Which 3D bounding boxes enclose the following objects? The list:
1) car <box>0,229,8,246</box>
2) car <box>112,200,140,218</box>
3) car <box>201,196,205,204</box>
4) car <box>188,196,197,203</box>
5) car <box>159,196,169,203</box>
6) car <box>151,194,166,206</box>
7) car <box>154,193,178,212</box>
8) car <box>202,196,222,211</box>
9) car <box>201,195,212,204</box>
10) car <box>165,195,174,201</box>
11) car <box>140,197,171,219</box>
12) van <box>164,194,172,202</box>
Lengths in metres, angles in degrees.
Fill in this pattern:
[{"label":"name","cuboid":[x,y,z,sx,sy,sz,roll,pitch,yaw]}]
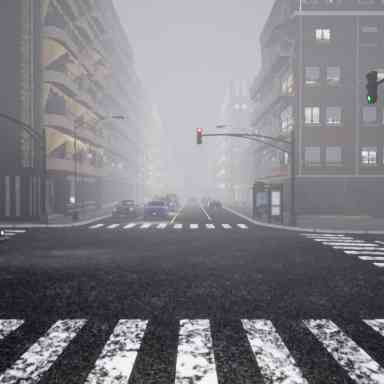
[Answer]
[{"label":"car","cuboid":[-9.120,1.524,11.572,4.718,1.301,1.895,2,0,-1]},{"label":"car","cuboid":[-5.700,1.438,29.265,1.967,1.590,4.097,0,0,0]},{"label":"car","cuboid":[2.677,1.542,46.177,1.887,1.381,4.507,0,0,0]},{"label":"car","cuboid":[0.082,1.561,69.764,1.994,1.385,4.181,0,0,0]},{"label":"car","cuboid":[-5.709,1.523,68.566,1.752,1.417,4.829,0,0,0]},{"label":"car","cuboid":[-5.708,1.313,57.458,2.192,1.841,5.009,0,0,0]},{"label":"car","cuboid":[-3.097,1.350,38.974,2.097,1.767,4.553,0,0,0]},{"label":"car","cuboid":[2.678,1.548,40.539,2.008,1.369,4.403,0,0,0]},{"label":"car","cuboid":[2.672,1.437,63.094,1.967,1.590,4.097,0,0,0]},{"label":"car","cuboid":[-5.713,1.546,85.652,2.008,1.369,4.403,0,0,0]},{"label":"car","cuboid":[-3.095,1.475,29.347,1.882,1.535,5.008,0,0,-1]},{"label":"van","cuboid":[-5.712,1.337,80.014,1.690,1.788,3.998,0,0,0]}]
